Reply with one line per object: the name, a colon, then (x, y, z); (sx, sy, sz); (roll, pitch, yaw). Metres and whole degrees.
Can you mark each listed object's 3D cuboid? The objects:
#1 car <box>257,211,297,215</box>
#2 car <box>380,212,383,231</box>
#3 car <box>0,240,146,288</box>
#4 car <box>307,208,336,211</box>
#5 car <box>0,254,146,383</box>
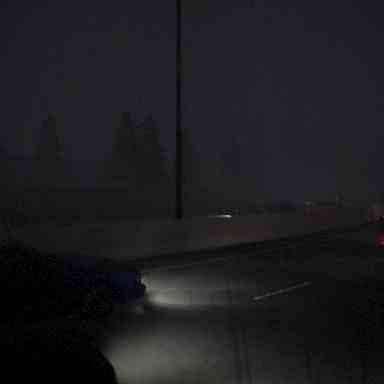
car: (7.572, 1.463, 29.459); (2.128, 1.511, 4.902); (0, 0, 42)
car: (12.644, 1.325, 19.327); (2.097, 1.767, 4.553); (0, 0, 45)
car: (-3.506, 1.547, 5.553); (5.357, 1.411, 2.033); (0, 0, -36)
car: (11.532, 1.445, 28.710); (1.882, 1.535, 5.008); (0, 0, 40)
car: (-2.799, 1.506, 1.753); (4.892, 1.490, 1.837); (0, 0, -36)
